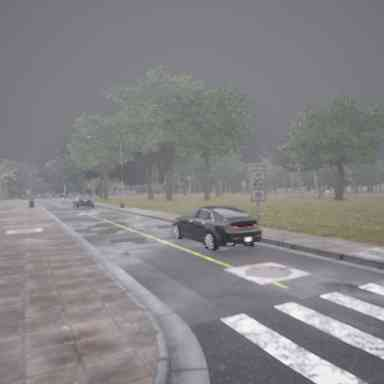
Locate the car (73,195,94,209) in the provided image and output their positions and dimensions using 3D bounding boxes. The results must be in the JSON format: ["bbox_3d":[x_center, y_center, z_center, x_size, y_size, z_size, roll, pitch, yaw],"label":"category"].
[{"bbox_3d":[-14.104,1.129,42.920,2.097,1.767,4.553,-2,1,-26],"label":"car"}]

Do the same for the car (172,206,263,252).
[{"bbox_3d":[0.794,1.313,13.315,1.837,1.490,4.892,-2,1,-27],"label":"car"}]
